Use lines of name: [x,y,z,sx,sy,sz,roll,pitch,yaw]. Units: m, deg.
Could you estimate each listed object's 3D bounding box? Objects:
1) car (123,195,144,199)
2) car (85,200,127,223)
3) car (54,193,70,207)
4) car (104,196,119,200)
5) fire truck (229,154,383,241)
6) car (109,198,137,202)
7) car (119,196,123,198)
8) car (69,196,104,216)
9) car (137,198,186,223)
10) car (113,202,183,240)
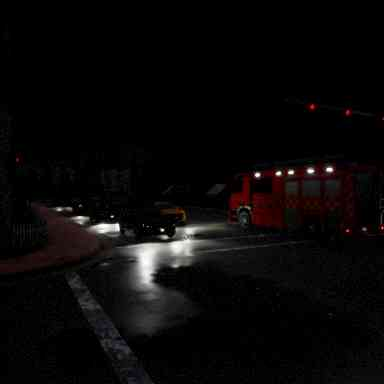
car: [-8.817,1.293,52.656,2.097,1.767,4.553,0,0,-27]
car: [-6.599,1.570,25.434,1.994,1.385,4.181,0,0,-28]
car: [-19.621,1.219,50.629,2.150,2.045,5.566,0,0,-27]
car: [-11.145,1.472,41.784,2.128,1.511,4.902,0,0,-27]
fire truck: [5.439,0.304,17.690,2.891,3.827,8.468,0,0,-27]
car: [-6.478,1.586,32.790,1.895,1.301,4.718,0,0,-27]
car: [-13.422,1.462,61.505,1.812,1.442,4.674,0,0,-27]
car: [-10.514,1.356,32.961,2.097,1.767,4.553,0,0,-27]
car: [-2.172,1.467,24.514,1.882,1.535,5.008,0,0,-27]
car: [-2.487,1.515,17.533,1.837,1.490,4.892,0,0,-27]
